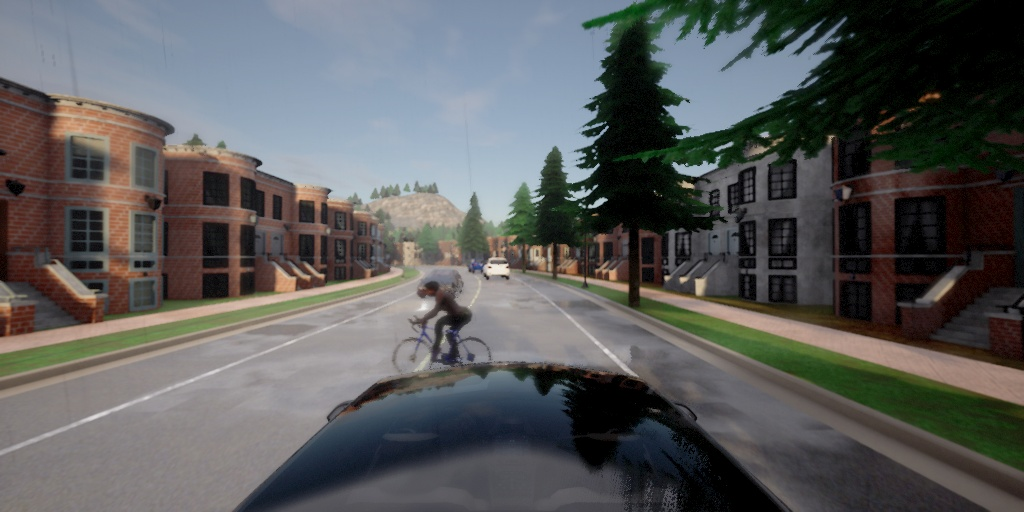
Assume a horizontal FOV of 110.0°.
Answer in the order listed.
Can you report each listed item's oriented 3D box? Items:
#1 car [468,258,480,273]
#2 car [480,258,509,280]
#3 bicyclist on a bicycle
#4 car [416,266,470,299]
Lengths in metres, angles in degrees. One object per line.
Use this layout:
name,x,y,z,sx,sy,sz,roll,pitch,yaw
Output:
car,-4.786,1.351,50.437,2.150,2.045,5.566,0,0,-15
car,-1.622,1.233,35.277,2.150,2.045,5.566,0,0,-9
bicyclist on a bicycle,-1.166,1.235,5.973,1.656,1.620,0.582,0,0,0
car,-3.725,1.436,19.520,2.033,1.411,5.357,0,0,-2
